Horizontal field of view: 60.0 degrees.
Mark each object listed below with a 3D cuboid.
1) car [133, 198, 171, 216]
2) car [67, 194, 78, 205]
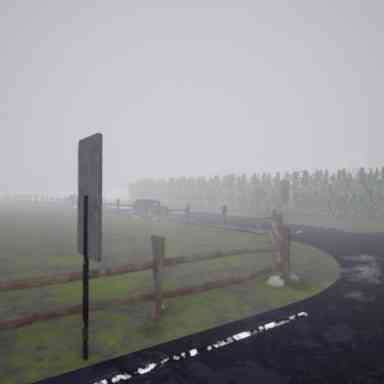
[{"bbox_3d":[-3.674,1.341,29.793,1.837,1.490,4.892,1,0,-35],"label":"car"},{"bbox_3d":[-16.570,1.080,48.340,2.097,1.767,4.553,1,0,-35],"label":"car"}]
